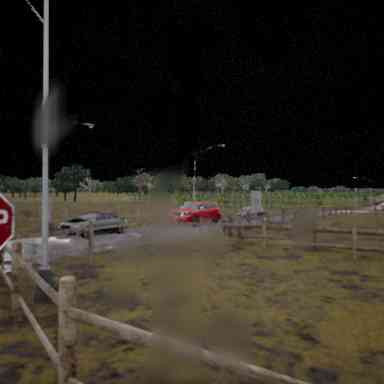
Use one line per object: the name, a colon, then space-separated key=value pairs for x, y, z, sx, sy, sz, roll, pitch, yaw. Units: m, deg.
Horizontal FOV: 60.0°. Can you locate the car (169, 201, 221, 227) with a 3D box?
car: x=0.398 y=1.823 z=28.808 sx=2.150 sy=2.045 sz=5.566 roll=1 pitch=-1 yaw=36

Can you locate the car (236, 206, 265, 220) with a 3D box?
car: x=6.714 y=2.369 z=37.774 sx=1.837 sy=1.490 sz=4.892 roll=1 pitch=-1 yaw=35

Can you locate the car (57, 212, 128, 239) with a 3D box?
car: x=-5.839 y=1.928 z=19.918 sx=1.994 sy=1.385 sz=4.181 roll=1 pitch=-1 yaw=35
